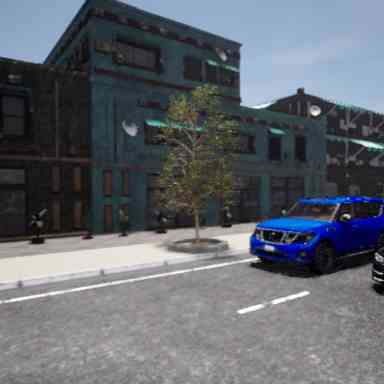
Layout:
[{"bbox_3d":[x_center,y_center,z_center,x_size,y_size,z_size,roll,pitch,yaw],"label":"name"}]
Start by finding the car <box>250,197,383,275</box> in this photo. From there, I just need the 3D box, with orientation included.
[{"bbox_3d":[4.387,1.201,10.804,5.566,2.045,2.150,0,0,-35],"label":"car"}]

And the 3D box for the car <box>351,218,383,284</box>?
[{"bbox_3d":[6.339,1.471,8.204,4.902,1.511,2.128,0,0,-35],"label":"car"}]
